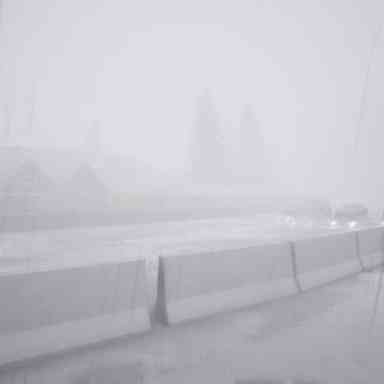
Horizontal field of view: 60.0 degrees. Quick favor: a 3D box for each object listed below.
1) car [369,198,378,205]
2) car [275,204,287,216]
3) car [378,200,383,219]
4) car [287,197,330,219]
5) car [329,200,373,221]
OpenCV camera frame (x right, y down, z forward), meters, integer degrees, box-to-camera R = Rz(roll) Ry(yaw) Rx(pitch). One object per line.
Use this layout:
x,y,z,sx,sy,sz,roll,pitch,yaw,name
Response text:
36.058,2.016,66.361,1.837,1.490,4.892,-1,-1,28,car
11.468,1.945,37.560,2.033,1.411,5.357,-1,-1,43,car
18.997,1.608,30.296,2.097,1.767,4.553,-1,-1,43,car
12.071,1.559,33.111,2.150,2.045,5.566,-1,-1,44,car
14.930,1.771,31.066,1.882,1.535,5.008,-1,-1,43,car
